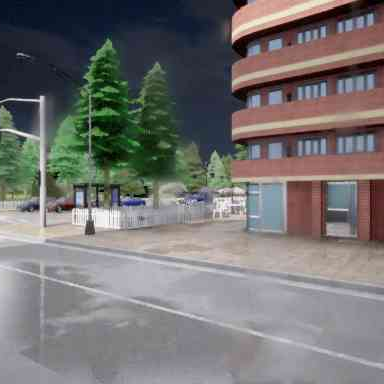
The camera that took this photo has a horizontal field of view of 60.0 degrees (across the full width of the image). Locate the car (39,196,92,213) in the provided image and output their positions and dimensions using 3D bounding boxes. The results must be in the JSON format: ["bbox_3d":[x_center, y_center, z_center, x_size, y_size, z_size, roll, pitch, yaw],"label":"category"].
[{"bbox_3d":[-13.660,1.296,36.129,2.097,1.767,4.553,0,0,36],"label":"car"}]

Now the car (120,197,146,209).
[{"bbox_3d":[-8.250,1.422,43.572,1.882,1.535,5.008,0,0,37],"label":"car"}]

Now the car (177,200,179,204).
[{"bbox_3d":[-0.309,1.449,57.378,4.892,1.490,1.837,0,-1,-38],"label":"car"}]

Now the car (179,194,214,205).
[{"bbox_3d":[1.136,1.168,54.183,5.566,2.045,2.150,0,0,-40],"label":"car"}]

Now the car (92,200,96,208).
[{"bbox_3d":[-12.005,1.508,44.379,1.994,1.385,4.181,0,0,35],"label":"car"}]

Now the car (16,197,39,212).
[{"bbox_3d":[-17.144,1.296,37.267,2.097,1.767,4.553,0,0,35],"label":"car"}]
